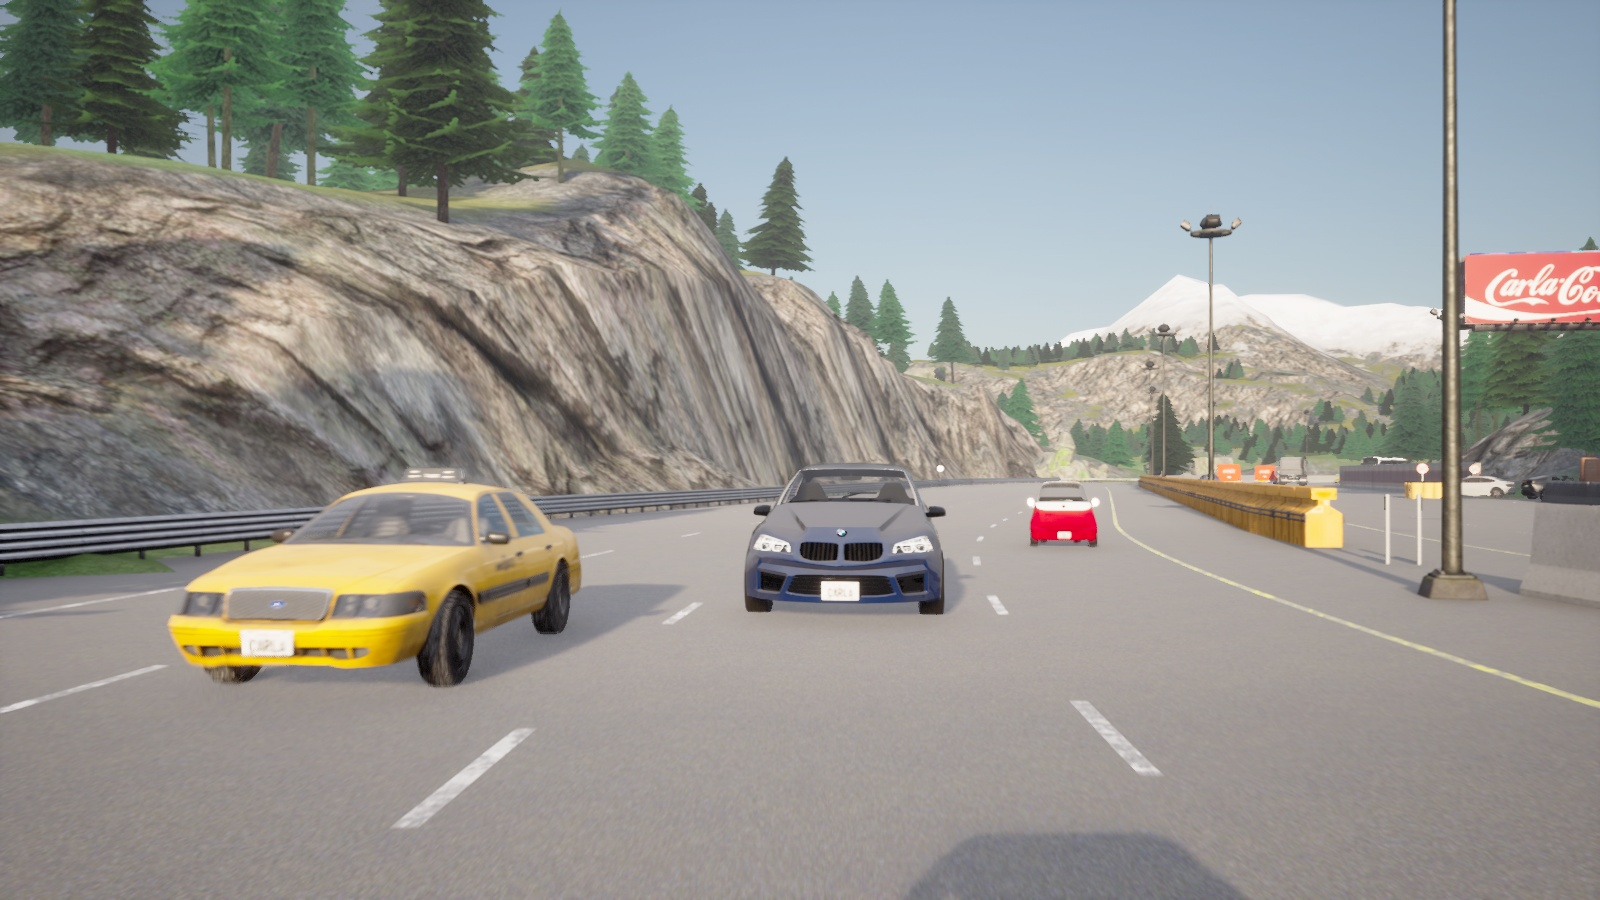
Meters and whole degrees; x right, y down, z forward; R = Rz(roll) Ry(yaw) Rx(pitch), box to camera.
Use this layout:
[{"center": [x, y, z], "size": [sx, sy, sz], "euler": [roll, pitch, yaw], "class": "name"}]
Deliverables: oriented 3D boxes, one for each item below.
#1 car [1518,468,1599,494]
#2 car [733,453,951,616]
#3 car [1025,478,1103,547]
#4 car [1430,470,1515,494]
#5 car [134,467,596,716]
[{"center": [45.535, 1.829, 74.635], "size": [4.514, 1.525, 2.007], "euler": [-1, -1, 6], "class": "car"}, {"center": [0.634, 0.913, 15.243], "size": [2.242, 1.667, 4.611], "euler": [0, -1, 5], "class": "car"}, {"center": [5.554, 1.293, 26.567], "size": [1.481, 1.376, 2.207], "euler": [-1, -1, 9], "class": "car"}, {"center": [42.706, 2.015, 79.752], "size": [4.674, 1.442, 1.812], "euler": [-1, -1, 30], "class": "car"}, {"center": [-3.225, 0.945, 10.705], "size": [1.801, 1.575, 5.366], "euler": [0, -1, 3], "class": "car"}]
